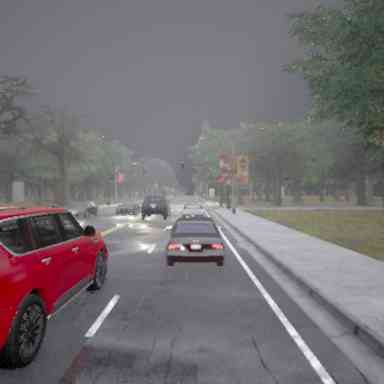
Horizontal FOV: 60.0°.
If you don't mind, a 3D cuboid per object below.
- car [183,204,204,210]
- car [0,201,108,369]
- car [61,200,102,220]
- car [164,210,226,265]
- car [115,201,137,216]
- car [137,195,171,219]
[{"bbox_3d":[0.109,1.682,29.194,1.895,1.301,4.718,0,0,0],"label":"car"},{"bbox_3d":[-3.147,1.237,5.881,2.150,2.045,5.566,0,0,0],"label":"car"},{"bbox_3d":[-9.819,1.576,30.008,2.128,1.511,4.902,0,0,0],"label":"car"},{"bbox_3d":[0.106,1.579,11.769,2.033,1.411,5.357,0,0,0],"label":"car"},{"bbox_3d":[-6.545,1.662,34.038,1.994,1.385,4.181,0,0,0],"label":"car"},{"bbox_3d":[-3.138,1.304,29.646,2.150,2.045,5.566,0,0,0],"label":"car"}]
